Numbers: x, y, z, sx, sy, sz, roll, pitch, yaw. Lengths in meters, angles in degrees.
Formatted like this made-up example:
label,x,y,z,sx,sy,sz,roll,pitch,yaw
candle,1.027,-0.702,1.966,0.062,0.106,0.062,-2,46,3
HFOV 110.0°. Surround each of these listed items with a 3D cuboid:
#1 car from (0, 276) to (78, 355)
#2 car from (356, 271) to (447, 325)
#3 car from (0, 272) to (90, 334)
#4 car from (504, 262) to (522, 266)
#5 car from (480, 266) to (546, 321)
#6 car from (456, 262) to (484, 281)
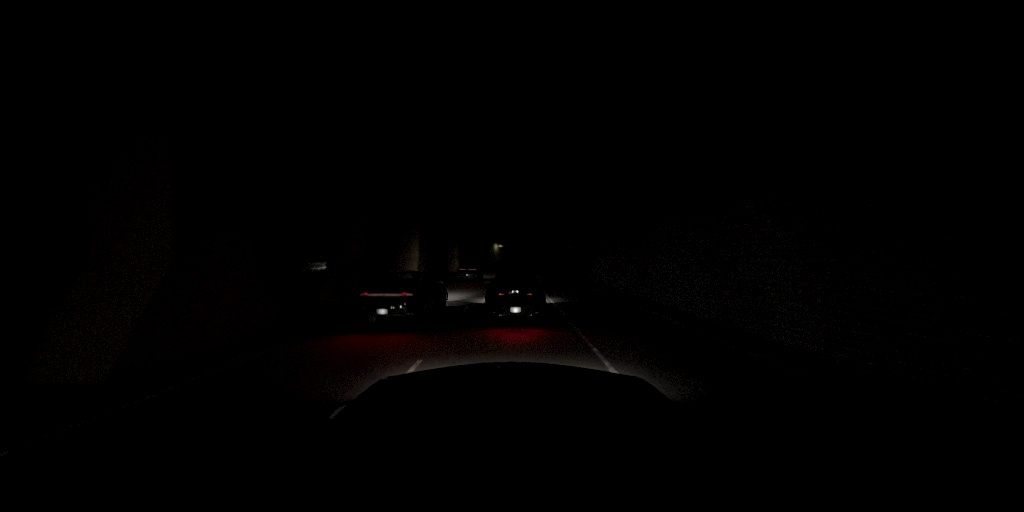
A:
label,x,y,z,sx,sy,sz,roll,pitch,yaw
car,-10.598,1.255,8.736,1.837,1.490,4.892,0,0,0
car,-3.398,1.240,11.831,2.128,1.511,4.902,0,0,0
car,-14.098,1.255,8.741,1.837,1.490,4.892,0,0,0
car,0.109,1.249,29.634,1.837,1.490,4.892,0,0,0
car,0.103,1.253,12.451,1.837,1.490,4.892,0,0,0
car,-3.391,1.236,29.550,2.128,1.511,4.902,0,0,0
